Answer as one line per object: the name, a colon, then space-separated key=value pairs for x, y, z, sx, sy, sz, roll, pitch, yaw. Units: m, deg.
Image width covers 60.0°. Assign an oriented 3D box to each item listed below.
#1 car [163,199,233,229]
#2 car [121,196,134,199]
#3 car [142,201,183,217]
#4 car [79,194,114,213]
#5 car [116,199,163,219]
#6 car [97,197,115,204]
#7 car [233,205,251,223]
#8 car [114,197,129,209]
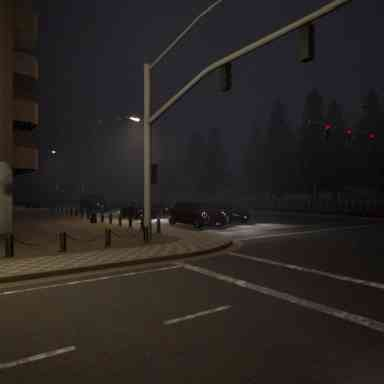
car: x=0.303 y=1.406 z=22.507 sx=2.097 sy=1.767 sz=4.553 roll=0 pitch=0 yaw=-36
car: x=-11.472 y=1.406 z=57.172 sx=2.097 sy=1.767 sz=4.553 roll=0 pitch=0 yaw=-36
car: x=-3.028 y=1.655 z=33.125 sx=1.895 sy=1.301 sz=4.718 roll=0 pitch=0 yaw=-36
car: x=-11.468 y=1.277 z=38.862 sx=2.150 sy=2.045 sz=5.566 roll=0 pitch=0 yaw=-36
car: x=-4.746 y=1.618 z=29.521 sx=1.994 sy=1.385 sz=4.181 roll=0 pitch=0 yaw=-36
car: x=-16.733 y=1.654 z=64.449 sx=1.895 sy=1.301 sz=4.718 roll=0 pitch=0 yaw=-36
car: x=2.380 y=1.559 z=25.610 sx=1.837 sy=1.490 sz=4.892 roll=0 pitch=0 yaw=-36
car: x=-10.363 y=1.655 z=43.326 sx=1.895 sy=1.301 sz=4.718 roll=0 pitch=0 yaw=-36
